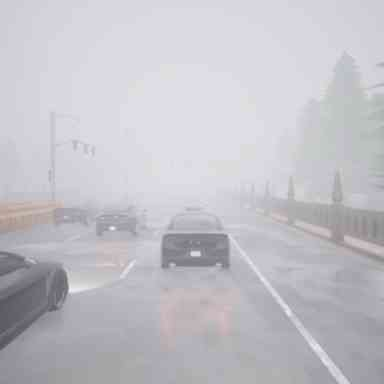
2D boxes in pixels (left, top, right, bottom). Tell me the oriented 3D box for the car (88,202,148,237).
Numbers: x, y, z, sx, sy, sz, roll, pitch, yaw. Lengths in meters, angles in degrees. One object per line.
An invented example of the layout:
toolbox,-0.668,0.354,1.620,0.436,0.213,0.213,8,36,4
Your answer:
car,-3.419,1.278,16.684,1.837,1.490,4.892,0,1,0

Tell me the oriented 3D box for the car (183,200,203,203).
car,0.075,1.231,21.682,1.812,1.442,4.674,0,1,0

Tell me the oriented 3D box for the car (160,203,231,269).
car,0.090,1.332,10.671,1.882,1.535,5.008,0,1,0

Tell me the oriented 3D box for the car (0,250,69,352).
car,-3.405,1.497,4.847,1.994,1.385,4.181,0,1,0

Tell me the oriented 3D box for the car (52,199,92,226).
car,-6.958,1.197,20.707,1.882,1.535,5.008,0,1,-1
